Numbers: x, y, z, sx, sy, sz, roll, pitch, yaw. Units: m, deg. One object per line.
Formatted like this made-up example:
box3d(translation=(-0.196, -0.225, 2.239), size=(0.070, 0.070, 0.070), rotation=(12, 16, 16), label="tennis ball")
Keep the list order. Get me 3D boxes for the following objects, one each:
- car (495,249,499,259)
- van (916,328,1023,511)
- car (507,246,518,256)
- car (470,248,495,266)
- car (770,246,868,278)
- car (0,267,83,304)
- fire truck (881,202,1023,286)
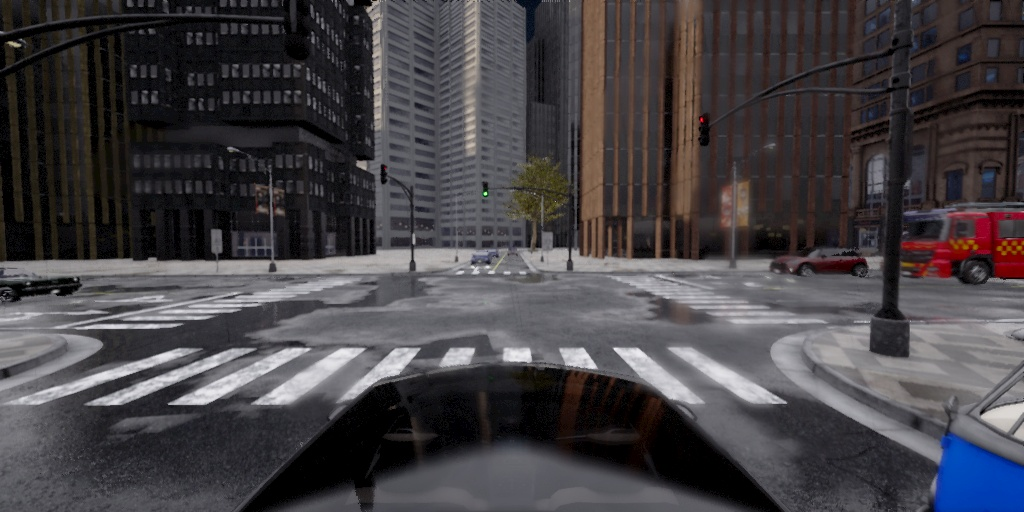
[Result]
box3d(translation=(-2.956, -0.392, 53.515), size=(1.812, 1.442, 4.674), rotation=(0, 2, 1), label="car")
box3d(translation=(2.857, 1.141, 0.117), size=(1.690, 1.789, 3.998), rotation=(0, 0, 0), label="van")
box3d(translation=(0.125, -0.698, 63.102), size=(2.033, 1.411, 5.357), rotation=(0, 2, 0), label="car")
box3d(translation=(-3.047, 0.171, 36.198), size=(1.812, 1.442, 4.674), rotation=(0, 2, 0), label="car")
box3d(translation=(17.757, 0.304, 20.898), size=(4.553, 1.767, 2.097), rotation=(0, 2, 0), label="car")
box3d(translation=(-20.189, 1.101, 14.102), size=(4.718, 1.301, 1.895), rotation=(0, 2, 0), label="car")
box3d(translation=(23.602, -0.612, 17.538), size=(8.468, 3.827, 2.891), rotation=(0, 2, 0), label="fire truck")
